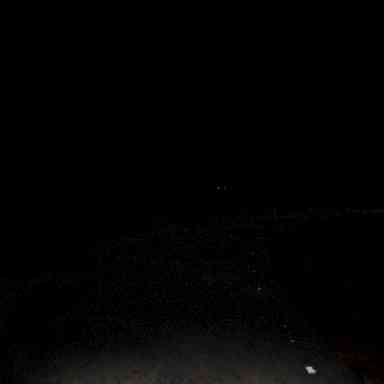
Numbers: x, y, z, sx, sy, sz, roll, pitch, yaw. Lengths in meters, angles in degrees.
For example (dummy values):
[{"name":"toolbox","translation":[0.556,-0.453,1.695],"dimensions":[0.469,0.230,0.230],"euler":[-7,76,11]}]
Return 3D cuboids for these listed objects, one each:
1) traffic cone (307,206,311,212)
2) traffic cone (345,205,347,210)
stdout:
[{"name":"traffic cone","translation":[12.271,1.758,34.639],"dimensions":[0.340,0.580,0.340],"euler":[0,0,-30]},{"name":"traffic cone","translation":[17.164,1.753,37.003],"dimensions":[0.340,0.580,0.340],"euler":[0,0,-21]}]
